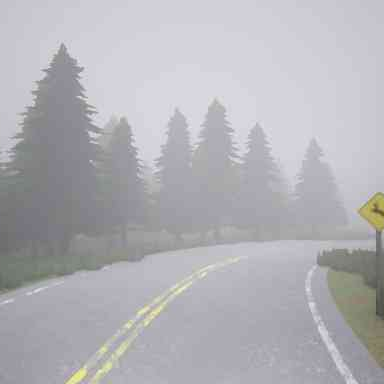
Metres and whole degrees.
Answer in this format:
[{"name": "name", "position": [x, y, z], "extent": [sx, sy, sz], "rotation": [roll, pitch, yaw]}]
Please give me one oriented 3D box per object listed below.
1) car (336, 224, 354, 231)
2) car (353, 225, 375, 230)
[{"name": "car", "position": [37.914, 8.757, 82.600], "extent": [1.895, 1.301, 4.718], "rotation": [0, -2, -8]}, {"name": "car", "position": [32.879, 7.205, 64.512], "extent": [2.128, 1.511, 4.902], "rotation": [0, -5, 7]}]
